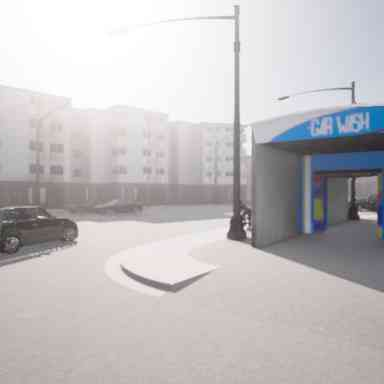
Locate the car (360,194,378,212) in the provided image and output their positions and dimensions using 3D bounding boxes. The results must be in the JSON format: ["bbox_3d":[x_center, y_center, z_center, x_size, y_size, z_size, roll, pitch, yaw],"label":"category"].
[{"bbox_3d":[21.889,1.217,36.741,5.566,2.045,2.150,0,0,-18],"label":"car"}]

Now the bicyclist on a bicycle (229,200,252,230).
[{"bbox_3d":[2.793,1.288,18.555,1.656,1.620,0.582,0,0,38],"label":"bicyclist on a bicycle"}]

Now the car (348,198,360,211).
[{"bbox_3d":[20.538,1.496,39.946,4.892,1.490,1.837,0,0,-18],"label":"car"}]

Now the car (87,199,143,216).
[{"bbox_3d":[-7.048,1.440,32.013,1.882,1.535,5.008,0,0,44],"label":"car"}]

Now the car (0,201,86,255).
[{"bbox_3d":[-6.781,1.332,13.624,2.097,1.767,4.553,0,0,20],"label":"car"}]
